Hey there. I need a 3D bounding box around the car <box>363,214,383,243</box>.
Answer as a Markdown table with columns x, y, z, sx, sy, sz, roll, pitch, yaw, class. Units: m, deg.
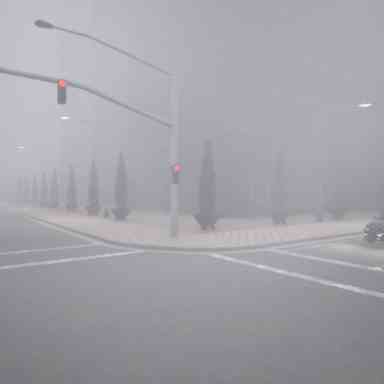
| x | y | z | sx | sy | sz | roll | pitch | yaw | class |
| --- | --- | --- | --- | --- | --- | --- | --- | --- | --- |
| 9.783 | 1.544 | 15.271 | 4.892 | 1.490 | 1.837 | 0 | 0 | -35 | car |
